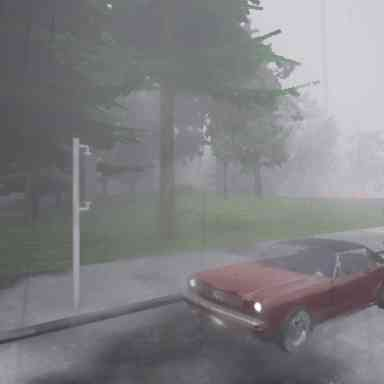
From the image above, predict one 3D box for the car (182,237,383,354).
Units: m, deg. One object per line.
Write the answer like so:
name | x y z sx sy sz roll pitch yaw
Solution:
car | 2.161 1.600 6.240 4.718 1.301 1.895 0 0 -37
